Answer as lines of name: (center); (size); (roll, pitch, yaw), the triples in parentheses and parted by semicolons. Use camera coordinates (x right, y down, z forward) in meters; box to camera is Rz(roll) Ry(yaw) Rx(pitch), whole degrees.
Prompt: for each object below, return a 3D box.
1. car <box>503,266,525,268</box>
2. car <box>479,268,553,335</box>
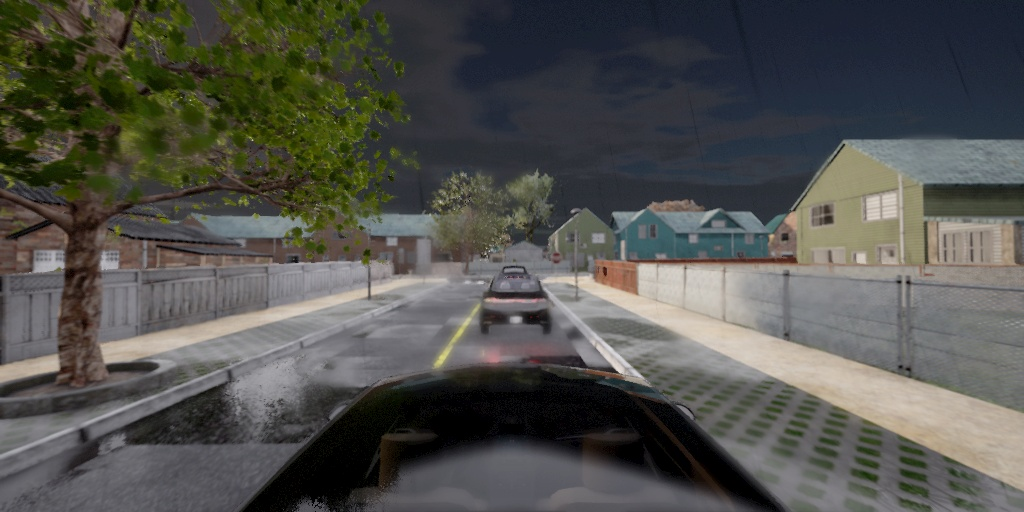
car: (0.130, 1.305, 20.943); (1.837, 1.490, 4.892); (0, 0, 1)
car: (0.102, 1.264, 10.642); (2.128, 1.511, 4.902); (0, 0, 0)
